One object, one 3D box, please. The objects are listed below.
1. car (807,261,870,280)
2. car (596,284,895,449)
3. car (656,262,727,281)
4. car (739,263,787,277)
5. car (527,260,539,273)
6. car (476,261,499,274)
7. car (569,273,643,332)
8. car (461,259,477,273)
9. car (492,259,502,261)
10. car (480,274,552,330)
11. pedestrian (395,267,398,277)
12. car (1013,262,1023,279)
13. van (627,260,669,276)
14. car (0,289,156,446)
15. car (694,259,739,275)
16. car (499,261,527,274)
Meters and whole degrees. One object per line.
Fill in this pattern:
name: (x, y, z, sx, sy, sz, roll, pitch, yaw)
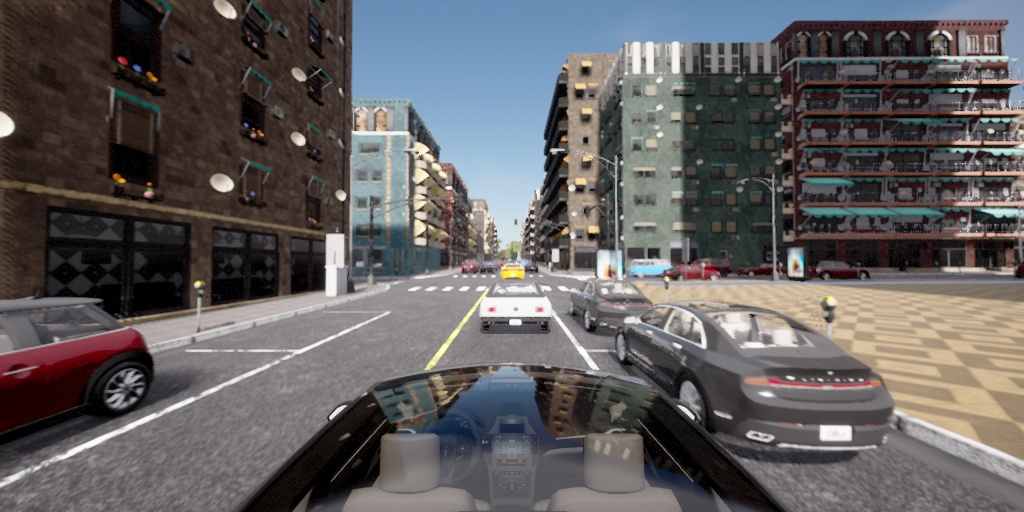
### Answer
car: (24.754, 1.090, 27.436, 4.097, 1.591, 1.967, 0, 0, 0)
car: (2.820, 1.323, 5.309, 2.007, 1.370, 4.403, 0, 0, 0)
car: (13.698, 1.318, 27.510, 4.207, 1.307, 1.802, 0, 0, 0)
car: (24.813, 1.370, 35.815, 4.507, 1.381, 1.888, 0, 0, 0)
car: (2.673, 1.621, 49.071, 1.948, 1.339, 4.313, 0, 0, 0)
car: (-3.133, 1.641, 46.776, 1.895, 1.301, 4.718, 0, 0, 1)
car: (2.817, 1.359, 10.879, 2.007, 1.370, 4.403, 0, 0, 0)
car: (-5.707, 1.370, 49.107, 2.192, 1.841, 5.009, 0, 0, 0)
car: (-3.104, 1.651, 56.469, 2.033, 1.411, 5.357, 0, 0, 0)
car: (0.097, 1.413, 11.369, 1.895, 1.301, 4.718, 0, 0, 0)
pedestrian: (-12.543, 1.323, 39.035, 0.375, 1.860, 0.375, 0, -1, 0)
car: (41.335, 0.964, 27.324, 4.097, 1.591, 1.967, 0, 0, 0)
van: (13.758, 1.252, 35.889, 3.998, 1.789, 1.690, 0, 0, 0)
car: (-5.819, 1.199, 3.070, 1.967, 1.591, 4.097, 0, 0, 0)
car: (19.285, 1.183, 35.852, 5.009, 1.841, 2.192, 0, 0, 0)
car: (0.079, 1.391, 31.075, 1.882, 1.535, 5.008, 0, -1, 0)
